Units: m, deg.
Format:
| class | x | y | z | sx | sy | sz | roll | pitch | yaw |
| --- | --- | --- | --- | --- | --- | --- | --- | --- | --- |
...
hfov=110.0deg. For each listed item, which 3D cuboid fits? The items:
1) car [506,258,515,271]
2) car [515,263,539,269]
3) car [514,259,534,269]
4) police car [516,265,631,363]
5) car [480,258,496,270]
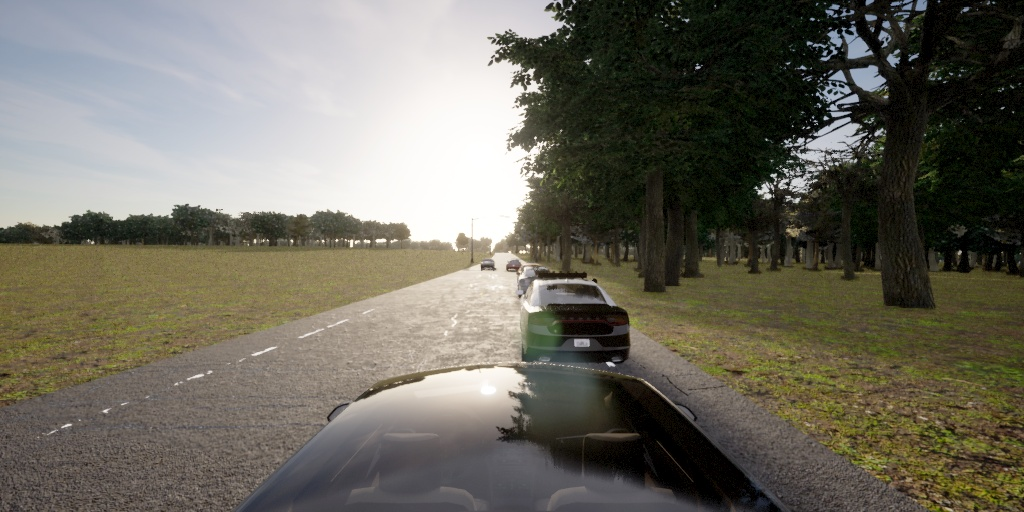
| class | x | y | z | sx | sy | sz | roll | pitch | yaw |
| --- | --- | --- | --- | --- | --- | --- | --- | --- | --- |
| car | 0.266 | 1.147 | 46.552 | 1.994 | 1.385 | 4.181 | 0 | 0 | 2 |
| car | 1.210 | 1.245 | 18.156 | 1.812 | 1.442 | 4.674 | 0 | 0 | 0 |
| car | 1.246 | 1.153 | 24.349 | 1.801 | 1.575 | 5.366 | 0 | 0 | 0 |
| police car | 1.131 | 1.168 | 8.260 | 1.930 | 1.638 | 5.238 | 0 | 0 | 1 |
| car | -3.260 | 1.076 | 48.723 | 1.837 | 1.490 | 4.892 | 0 | 0 | 0 |
